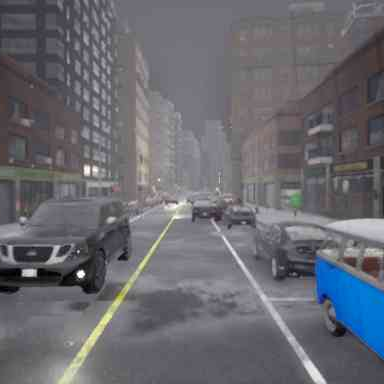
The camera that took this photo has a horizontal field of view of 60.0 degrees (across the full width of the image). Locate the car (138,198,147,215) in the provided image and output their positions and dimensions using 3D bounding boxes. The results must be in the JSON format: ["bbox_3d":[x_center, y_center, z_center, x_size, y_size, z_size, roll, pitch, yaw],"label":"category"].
[{"bbox_3d":[-5.667,1.422,31.564,1.802,1.307,4.206,-1,0,0],"label":"car"}]

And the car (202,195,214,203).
[{"bbox_3d":[2.865,1.254,59.109,1.947,1.339,4.313,-1,0,0],"label":"car"}]

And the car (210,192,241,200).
[{"bbox_3d":[2.854,1.183,26.071,2.192,1.841,5.009,-1,0,0],"label":"car"}]

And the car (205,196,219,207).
[{"bbox_3d":[2.862,1.276,48.266,1.752,1.417,4.829,-1,0,0],"label":"car"}]

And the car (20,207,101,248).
[{"bbox_3d":[-5.671,1.489,15.041,1.947,1.339,4.313,-1,0,0],"label":"car"}]

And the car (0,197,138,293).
[{"bbox_3d":[-3.100,1.175,9.101,2.150,2.045,5.566,0,0,0],"label":"car"}]

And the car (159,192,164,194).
[{"bbox_3d":[-5.663,1.161,53.594,1.967,1.590,4.097,-1,0,0],"label":"car"}]

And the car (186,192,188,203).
[{"bbox_3d":[0.014,1.252,59.132,1.994,1.385,4.181,0,0,0],"label":"car"}]

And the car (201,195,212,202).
[{"bbox_3d":[2.866,1.222,64.616,1.947,1.339,4.313,-1,0,0],"label":"car"}]

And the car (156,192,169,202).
[{"bbox_3d":[-5.662,0.971,64.609,2.192,1.841,5.009,-1,0,0],"label":"car"}]

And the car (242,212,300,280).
[{"bbox_3d":[2.852,1.501,9.554,2.008,1.369,4.403,-1,0,0],"label":"car"}]

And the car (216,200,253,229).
[{"bbox_3d":[2.855,1.446,20.565,2.008,1.369,4.403,-1,0,0],"label":"car"}]

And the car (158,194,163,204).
[{"bbox_3d":[-5.663,1.334,48.087,1.802,1.307,4.206,-1,0,0],"label":"car"}]

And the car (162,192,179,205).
[{"bbox_3d":[-3.068,1.213,50.979,1.882,1.535,5.008,0,1,0],"label":"car"}]

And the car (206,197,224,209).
[{"bbox_3d":[2.860,1.347,42.590,1.947,1.339,4.313,-1,0,0],"label":"car"}]

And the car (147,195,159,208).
[{"bbox_3d":[-5.665,1.364,42.580,1.802,1.307,4.206,-1,0,0],"label":"car"}]

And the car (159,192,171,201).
[{"bbox_3d":[-5.660,0.938,70.117,2.192,1.841,5.009,-1,0,0],"label":"car"}]

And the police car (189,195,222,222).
[{"bbox_3d":[0.905,1.296,25.355,1.930,1.638,5.238,0,0,0],"label":"police car"}]

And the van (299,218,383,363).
[{"bbox_3d":[2.849,1.320,4.047,1.690,1.788,3.998,-1,0,0],"label":"van"}]

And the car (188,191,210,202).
[{"bbox_3d":[0.849,1.141,41.214,2.097,1.767,4.553,0,0,0],"label":"car"}]

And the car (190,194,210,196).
[{"bbox_3d":[0.908,1.299,35.245,1.882,1.535,5.008,0,0,0],"label":"car"}]
